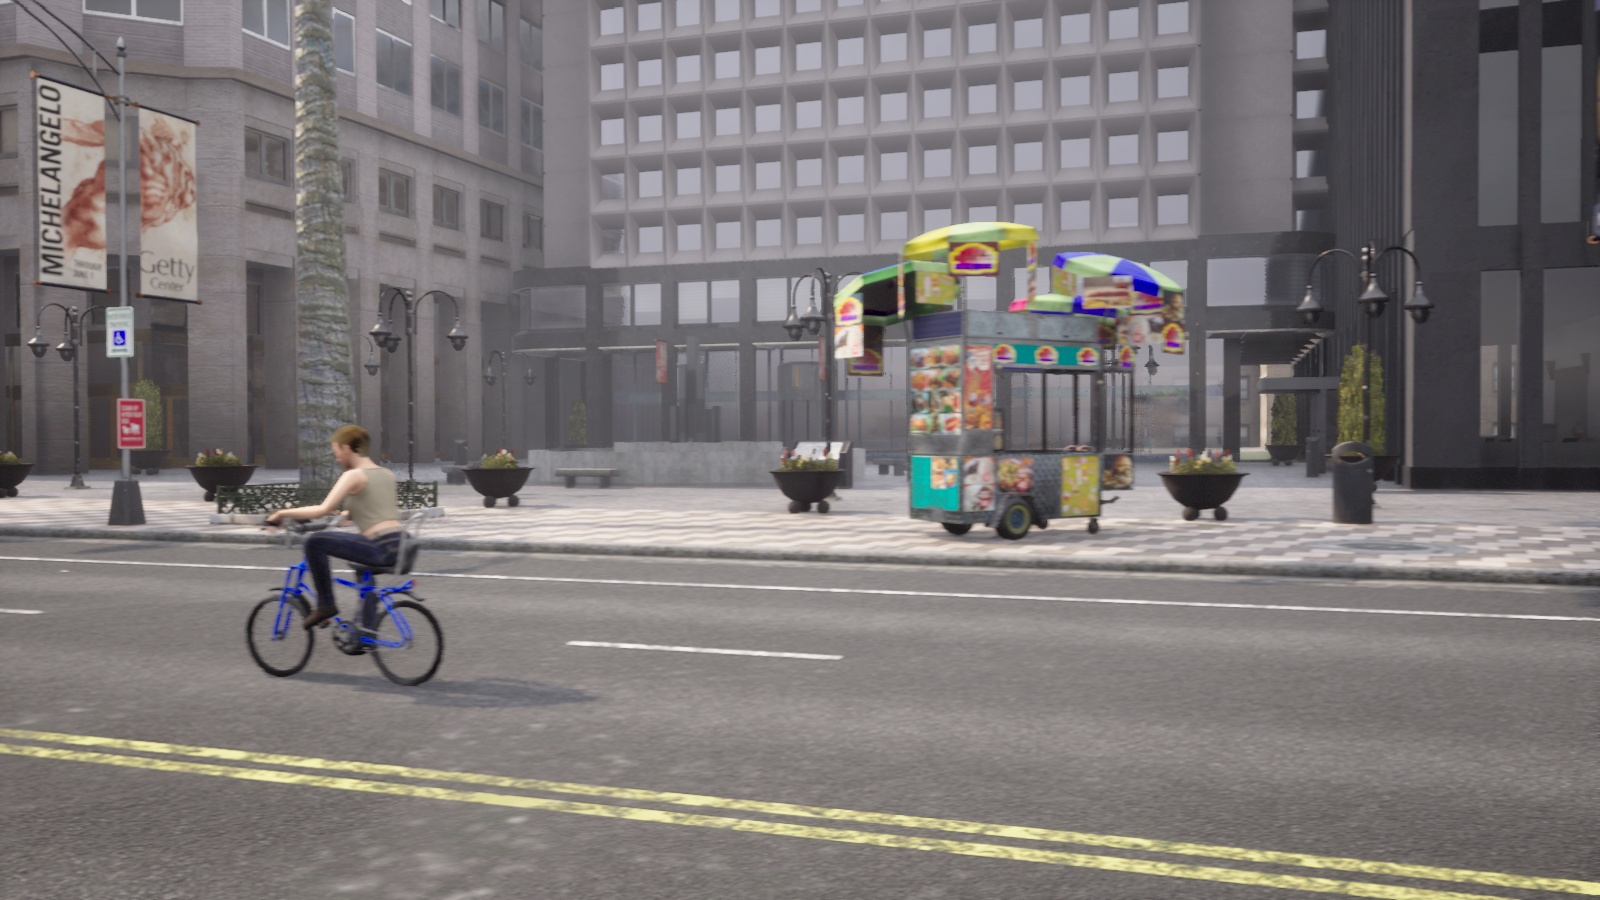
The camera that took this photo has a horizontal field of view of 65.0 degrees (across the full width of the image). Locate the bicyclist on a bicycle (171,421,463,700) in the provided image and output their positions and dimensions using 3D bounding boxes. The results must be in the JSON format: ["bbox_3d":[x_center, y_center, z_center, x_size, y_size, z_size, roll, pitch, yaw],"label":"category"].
[{"bbox_3d":[-3.016,0.625,7.894,1.509,1.612,0.866,1,1,19],"label":"bicyclist on a bicycle"}]
